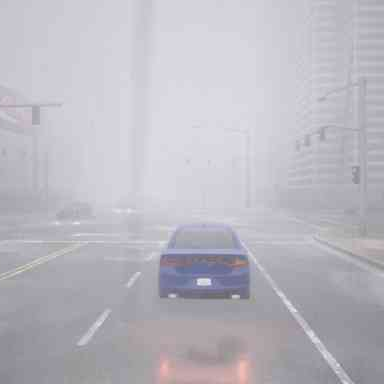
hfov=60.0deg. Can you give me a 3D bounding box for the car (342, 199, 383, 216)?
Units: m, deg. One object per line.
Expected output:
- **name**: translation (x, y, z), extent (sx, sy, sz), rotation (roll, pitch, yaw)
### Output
- **car**: translation (17.242, 1.505, 32.398), extent (4.892, 1.490, 1.837), rotation (0, 0, 2)

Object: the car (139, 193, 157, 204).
- **car**: translation (-8.532, 1.223, 62.850), extent (2.150, 2.045, 5.566), rotation (0, 0, 2)

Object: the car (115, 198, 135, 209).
- **car**: translation (-9.125, 1.526, 46.077), extent (1.812, 1.442, 4.674), rotation (0, 0, 2)

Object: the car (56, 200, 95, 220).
- **car**: translation (-9.723, 1.504, 28.079), extent (1.837, 1.490, 4.892), rotation (0, 0, 2)

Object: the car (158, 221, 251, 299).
- **car**: translation (0.313, 1.478, 8.497), extent (1.882, 1.535, 5.008), rotation (0, 0, 2)

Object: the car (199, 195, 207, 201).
- **car**: translation (2.801, 1.524, 86.272), extent (1.812, 1.442, 4.674), rotation (0, 0, 2)

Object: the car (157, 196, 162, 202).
- **car**: translation (-8.024, 1.550, 76.590), extent (1.994, 1.385, 4.181), rotation (0, 0, 2)
